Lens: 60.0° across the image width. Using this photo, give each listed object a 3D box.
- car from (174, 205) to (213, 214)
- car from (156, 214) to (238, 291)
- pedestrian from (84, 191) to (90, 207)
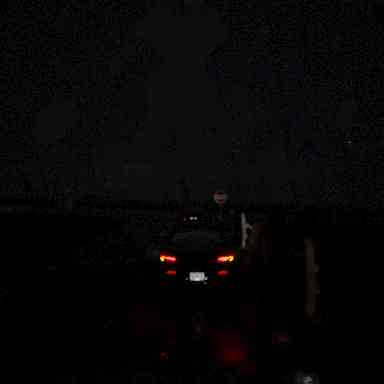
[{"bbox_3d":[0.070,1.503,18.205,1.837,1.490,4.892,0,0,-1],"label":"car"},{"bbox_3d":[0.106,1.524,8.908,1.812,1.442,4.674,0,0,0],"label":"car"},{"bbox_3d":[-12.029,0.802,38.101,0.375,1.860,0.375,0,1,0],"label":"pedestrian"}]
